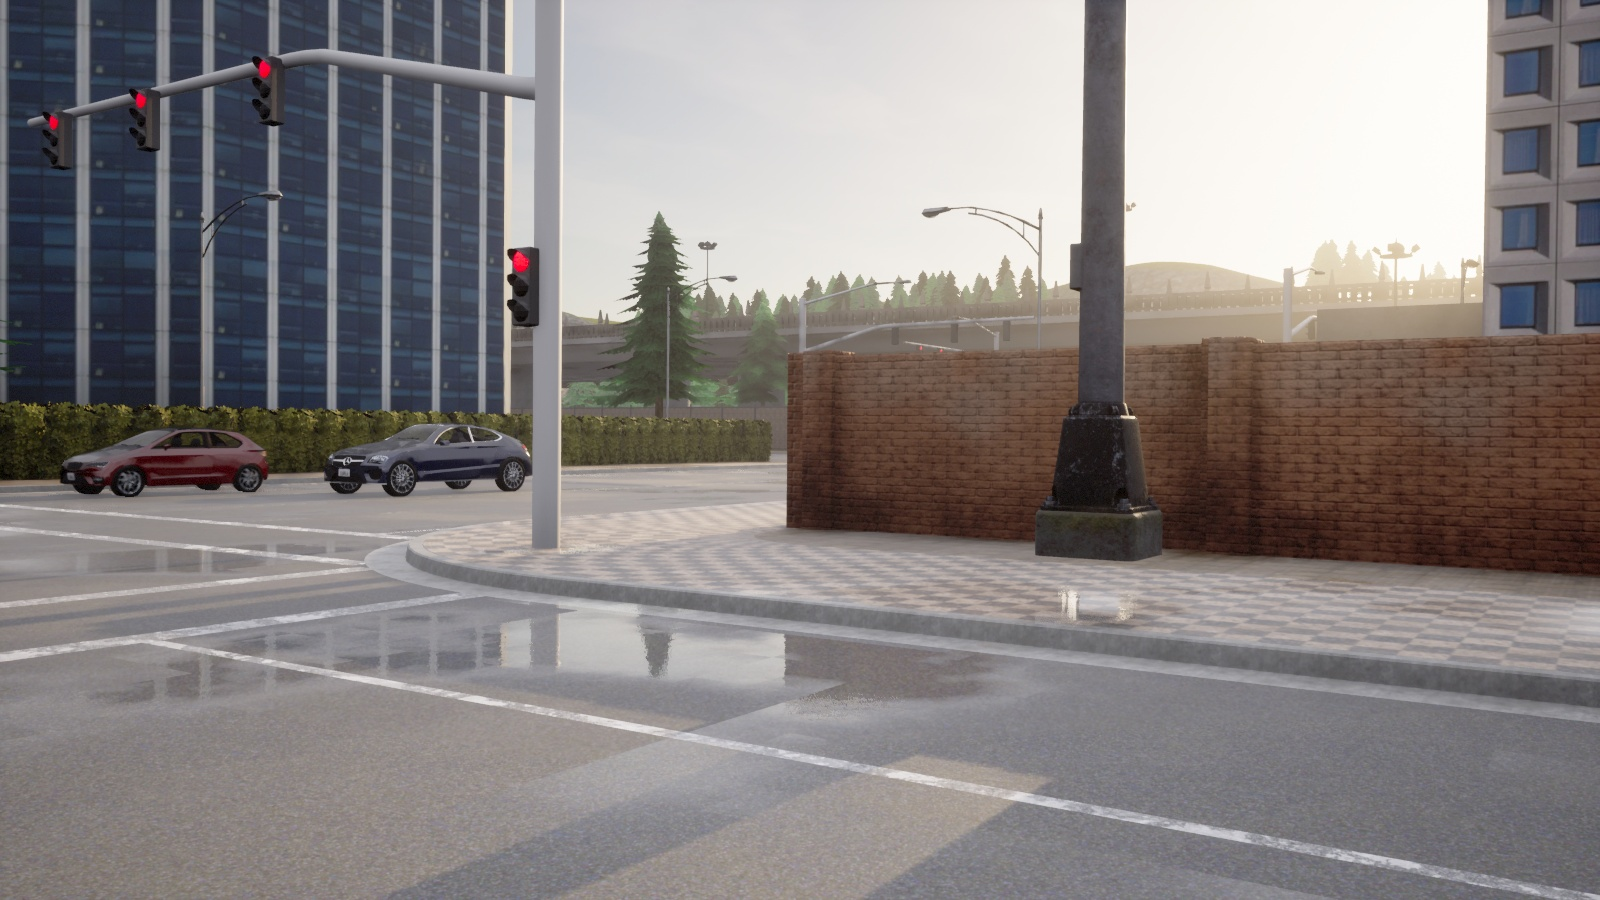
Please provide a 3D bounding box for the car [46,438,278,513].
[{"bbox_3d":[-13.973,0.493,27.729,1.816,1.474,4.193,0,1,33],"label":"car"}]

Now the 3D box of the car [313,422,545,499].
[{"bbox_3d":[-8.596,0.184,29.564,2.152,1.651,5.027,0,1,33],"label":"car"}]
